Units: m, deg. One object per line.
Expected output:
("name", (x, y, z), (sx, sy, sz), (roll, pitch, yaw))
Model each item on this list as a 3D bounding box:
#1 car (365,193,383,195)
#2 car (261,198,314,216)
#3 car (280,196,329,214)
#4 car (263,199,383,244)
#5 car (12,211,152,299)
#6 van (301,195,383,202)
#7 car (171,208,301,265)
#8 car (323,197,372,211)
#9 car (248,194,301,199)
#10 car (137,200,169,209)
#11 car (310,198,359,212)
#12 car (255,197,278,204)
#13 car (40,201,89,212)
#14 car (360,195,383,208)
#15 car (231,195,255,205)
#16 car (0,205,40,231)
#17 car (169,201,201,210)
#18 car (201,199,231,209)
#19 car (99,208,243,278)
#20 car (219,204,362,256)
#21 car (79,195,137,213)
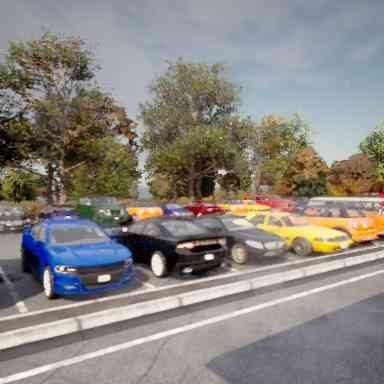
("car", (23.218, 1.169, 43.624), (2.435, 2.045, 5.566), (0, 0, -35))
("car", (9.673, 1.471, 34.054), (2.231, 1.521, 4.892), (0, 0, -35))
("car", (11.936, 1.336, 35.679), (2.185, 1.767, 4.553), (0, 0, -35))
("car", (5.865, 1.375, 15.324), (2.185, 1.767, 4.553), (0, 0, -35))
("car", (-3.257, 1.516, 8.941), (2.097, 1.535, 5.008), (0, 0, -35))
("van", (8.139, 1.271, 16.820), (1.878, 1.987, 4.442), (0, 0, -35))
("car", (1.296, 1.550, 12.145), (2.002, 1.452, 4.674), (0, 0, -35))
("car", (18.781, 1.437, 40.470), (2.097, 1.535, 5.008), (0, 0, -35))
("car", (7.417, 1.225, 32.422), (2.435, 2.045, 5.566), (0, 0, -35))
("car", (-3.965, 1.378, 24.398), (2.185, 1.767, 4.553), (0, 0, -35))
("car", (16.524, 1.475, 38.836), (2.163, 1.488, 4.792), (0, 0, -35))
("car", (5.120, 1.482, 30.844), (2.097, 1.535, 5.008), (0, 0, -35))
("car", (-8.554, 1.541, 21.238), (2.163, 1.488, 4.792), (0, 0, -35))
("car", (25.631, 1.285, 45.252), (2.185, 1.767, 4.553), (0, 0, -35))
("car", (2.865, 1.363, 29.209), (2.185, 1.767, 4.553), (0, 0, -35))
("car", (-10.816, 1.516, 19.617), (2.231, 1.521, 4.892), (0, 0, -35))
("car", (-1.707, 1.539, 26.030), (2.002, 1.452, 4.674), (0, 0, -35))
("car", (0.574, 1.494, 27.628), (2.097, 1.535, 5.008), (0, 0, -35))
("car", (-0.976, 1.513, 10.535), (2.097, 1.535, 5.008), (0, 0, -35))
("car", (3.679, 1.503, 13.595), (1.946, 1.575, 5.366), (0, 0, -35))
("car", (-6.242, 1.257, 22.797), (2.435, 2.045, 5.566), (0, 0, -35))
